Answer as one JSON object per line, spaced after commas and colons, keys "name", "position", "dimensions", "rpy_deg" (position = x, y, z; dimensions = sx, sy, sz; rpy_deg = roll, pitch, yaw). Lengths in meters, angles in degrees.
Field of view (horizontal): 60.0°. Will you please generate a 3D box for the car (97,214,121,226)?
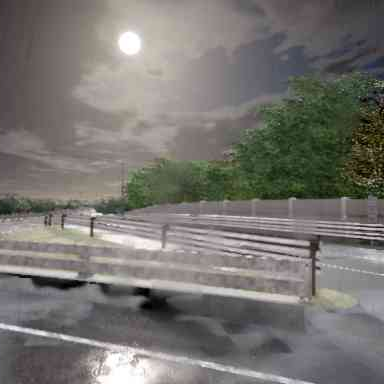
{"name": "car", "position": [-9.890, 3.349, 39.660], "dimensions": [2.033, 1.411, 5.357], "rpy_deg": [2, -5, -29]}
